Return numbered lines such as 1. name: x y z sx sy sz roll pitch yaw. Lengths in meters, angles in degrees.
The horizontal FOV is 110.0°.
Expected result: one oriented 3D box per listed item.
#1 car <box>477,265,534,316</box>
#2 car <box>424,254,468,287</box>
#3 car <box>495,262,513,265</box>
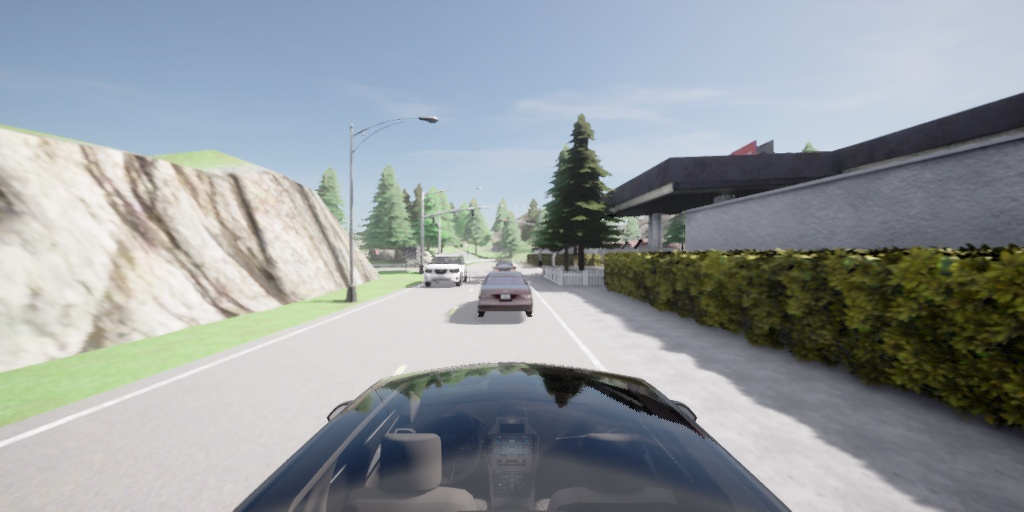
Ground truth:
1. car: -0.246 1.240 13.110 2.033 1.411 5.357 0 0 -1
2. car: -4.163 0.860 23.374 2.150 2.045 5.566 0 0 -1
3. car: -0.574 1.150 26.862 1.812 1.442 4.674 0 0 -2
